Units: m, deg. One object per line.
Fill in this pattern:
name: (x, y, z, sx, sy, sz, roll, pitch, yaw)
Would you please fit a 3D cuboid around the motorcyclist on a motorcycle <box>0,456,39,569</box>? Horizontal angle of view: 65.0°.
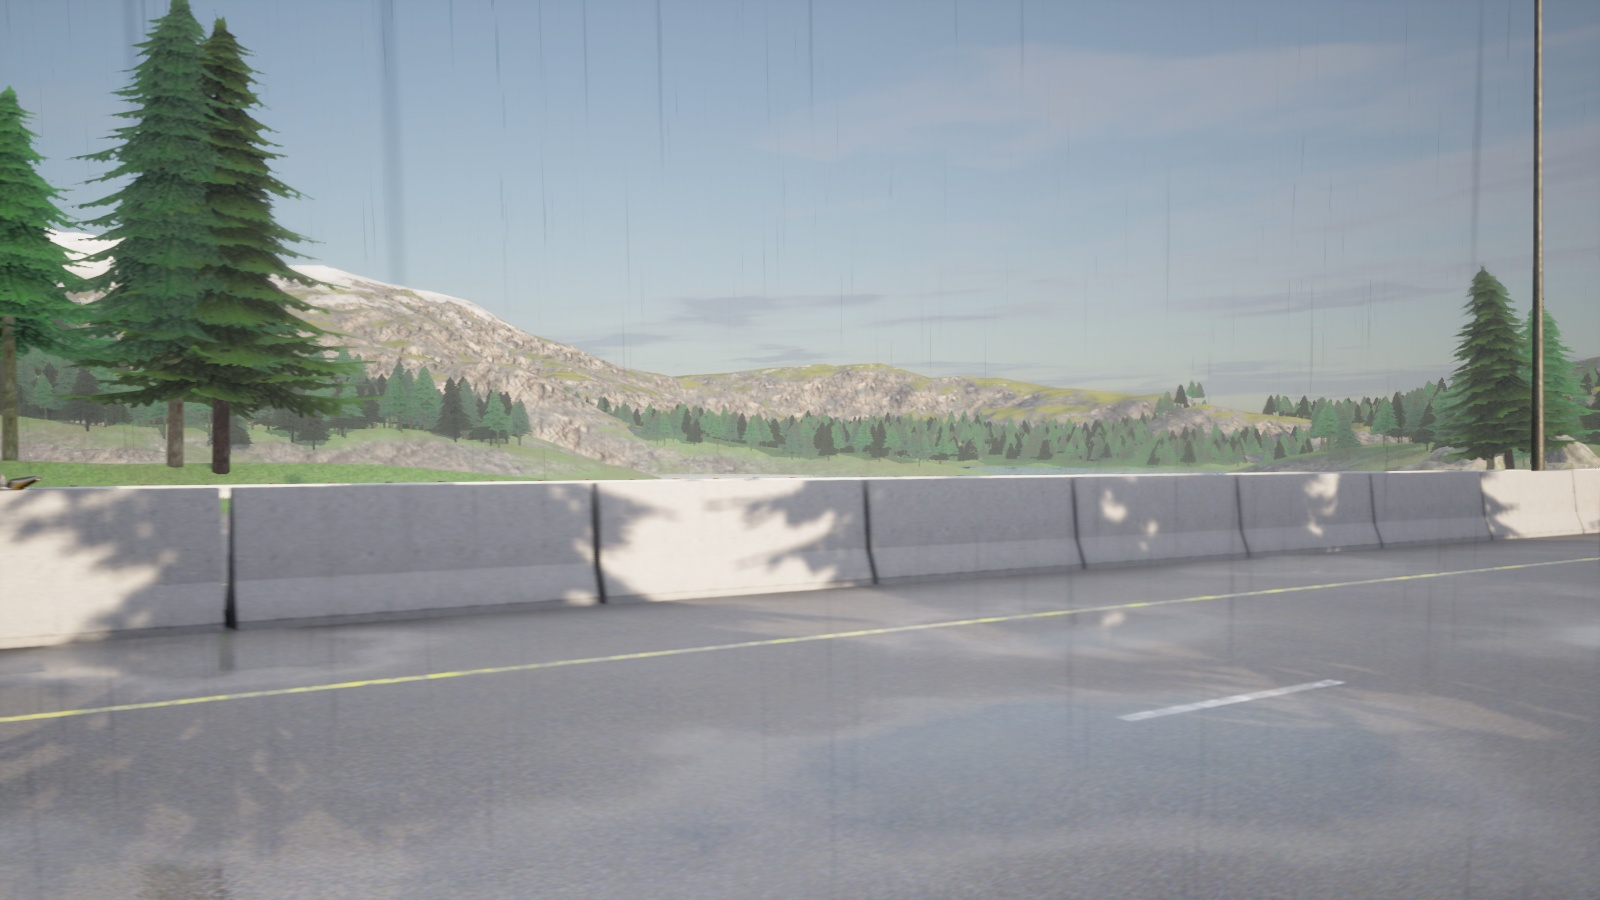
motorcyclist on a motorcycle: (-11.567, 0.846, 16.930, 2.191, 1.530, 0.866, 0, 0, -35)
